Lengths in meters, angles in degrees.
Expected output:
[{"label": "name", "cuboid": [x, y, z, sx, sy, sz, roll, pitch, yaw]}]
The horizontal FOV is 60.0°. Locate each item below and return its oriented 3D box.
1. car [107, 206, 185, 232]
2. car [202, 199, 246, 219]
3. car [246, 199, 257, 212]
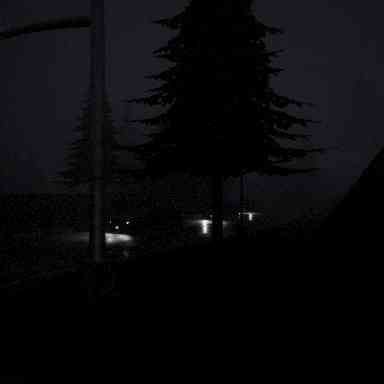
[{"label": "car", "cuboid": [-2.587, 1.547, 20.357, 2.033, 1.411, 5.357, 0, 0, 35]}, {"label": "car", "cuboid": [2.735, 1.547, 29.223, 2.033, 1.411, 5.357, 0, 0, 26]}, {"label": "car", "cuboid": [6.507, 1.547, 38.959, 2.033, 1.411, 5.357, 0, 0, 16]}]
